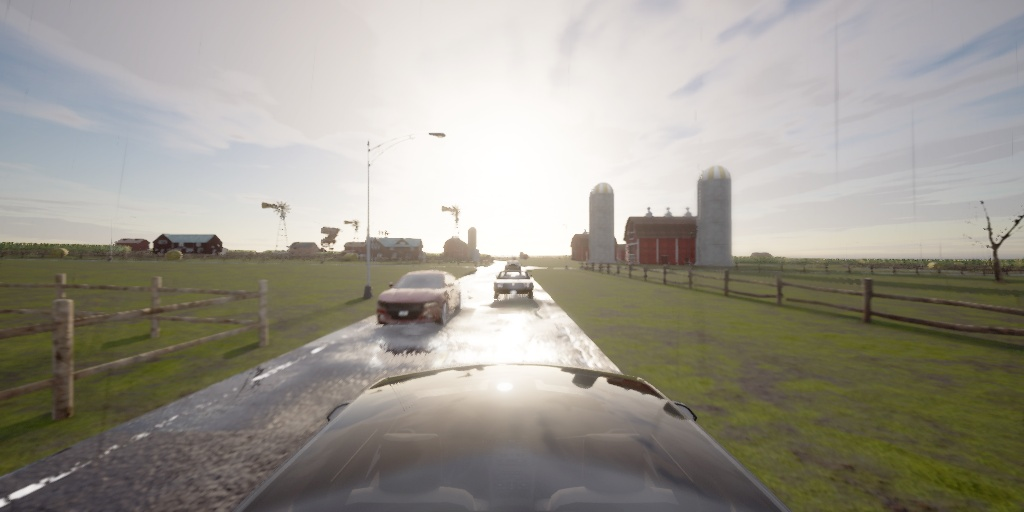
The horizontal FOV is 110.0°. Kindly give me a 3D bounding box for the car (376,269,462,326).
[{"bbox_3d":[-2.845,1.230,11.917,1.882,1.535,5.008,0,0,0],"label":"car"}]

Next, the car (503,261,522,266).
[{"bbox_3d":[0.085,1.268,39.744,1.837,1.490,4.892,0,0,0],"label":"car"}]

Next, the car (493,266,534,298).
[{"bbox_3d":[0.073,1.356,18.304,1.895,1.301,4.718,0,0,0],"label":"car"}]
